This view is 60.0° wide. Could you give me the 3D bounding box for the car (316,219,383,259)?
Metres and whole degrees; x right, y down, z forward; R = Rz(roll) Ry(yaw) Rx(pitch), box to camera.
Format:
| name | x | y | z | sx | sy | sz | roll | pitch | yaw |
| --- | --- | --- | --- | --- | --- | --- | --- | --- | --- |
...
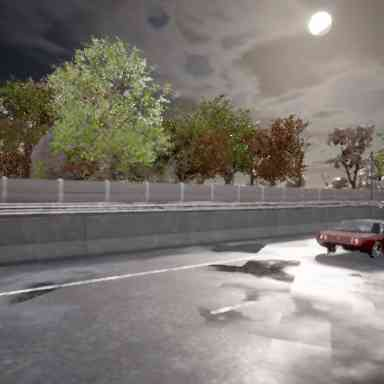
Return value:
| name | x | y | z | sx | sy | sz | roll | pitch | yaw |
| --- | --- | --- | --- | --- | --- | --- | --- | --- | --- |
| car | 7.122 | 1.748 | 13.243 | 4.718 | 1.301 | 1.895 | 1 | 0 | -35 |
